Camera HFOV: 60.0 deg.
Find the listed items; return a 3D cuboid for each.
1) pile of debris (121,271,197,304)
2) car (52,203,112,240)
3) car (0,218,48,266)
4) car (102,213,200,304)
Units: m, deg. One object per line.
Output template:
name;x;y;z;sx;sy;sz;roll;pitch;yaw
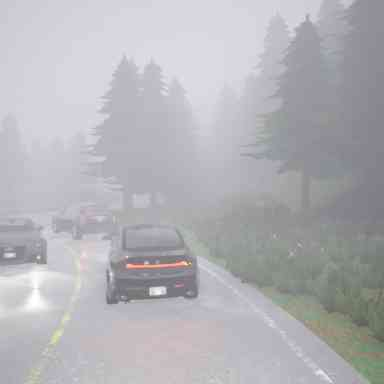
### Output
pile of debris;-0.858;2.175;7.751;1.500;0.140;1.860;0;0;-14
car;-5.718;1.352;17.458;2.097;1.767;4.553;0;0;-39
car;-5.942;1.564;10.998;1.994;1.385;4.181;0;0;-27
car;-1.115;1.504;8.240;1.837;1.490;4.892;0;0;-12
